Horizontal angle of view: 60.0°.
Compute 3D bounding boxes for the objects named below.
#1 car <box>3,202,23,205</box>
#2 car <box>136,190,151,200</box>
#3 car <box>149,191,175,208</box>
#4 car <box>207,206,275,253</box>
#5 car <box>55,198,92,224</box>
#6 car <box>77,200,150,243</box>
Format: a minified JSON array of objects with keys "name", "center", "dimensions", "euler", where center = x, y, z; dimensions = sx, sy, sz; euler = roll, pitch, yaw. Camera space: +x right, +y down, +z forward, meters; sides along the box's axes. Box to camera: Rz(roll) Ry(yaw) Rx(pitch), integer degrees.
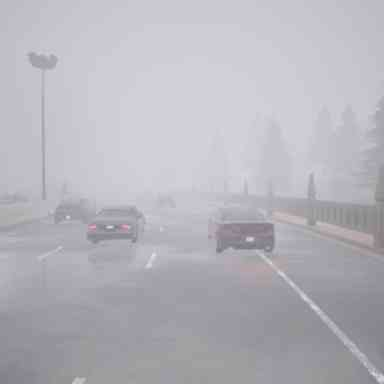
[{"name":"car","center":[-16.252,0.971,30.184],"dimensions":[1.837,1.490,4.892],"euler":[0,1,-14]},{"name":"car","center":[-6.500,0.526,47.134],"dimensions":[2.097,1.767,4.553],"euler":[0,1,-22]},{"name":"car","center":[-3.138,0.870,36.246],"dimensions":[1.837,1.490,4.892],"euler":[0,1,-15]},{"name":"car","center":[1.682,1.255,12.642],"dimensions":[1.882,1.535,5.008],"euler":[0,1,-2]},{"name":"car","center":[-7.377,1.126,21.399],"dimensions":[1.837,1.490,4.892],"euler":[0,1,-7]},{"name":"car","center":[-3.156,1.288,14.627],"dimensions":[2.033,1.411,5.357],"euler":[0,1,-4]}]
